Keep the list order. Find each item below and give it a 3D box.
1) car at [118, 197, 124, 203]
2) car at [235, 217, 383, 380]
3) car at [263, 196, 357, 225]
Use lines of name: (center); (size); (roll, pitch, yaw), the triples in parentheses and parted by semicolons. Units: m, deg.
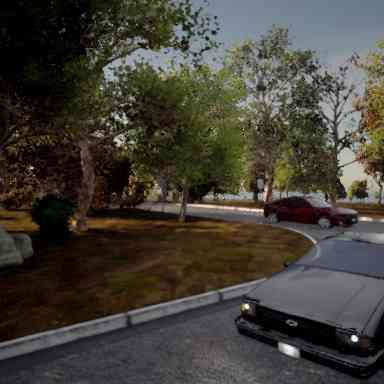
car: (-8.321, 0.669, 34.416); (4.674, 1.442, 1.812); (1, -1, 21)
car: (3.054, 1.454, 5.826); (5.357, 1.411, 2.033); (-1, 1, -44)
car: (5.992, 0.976, 17.307); (1.882, 1.535, 5.008); (0, 1, -36)
